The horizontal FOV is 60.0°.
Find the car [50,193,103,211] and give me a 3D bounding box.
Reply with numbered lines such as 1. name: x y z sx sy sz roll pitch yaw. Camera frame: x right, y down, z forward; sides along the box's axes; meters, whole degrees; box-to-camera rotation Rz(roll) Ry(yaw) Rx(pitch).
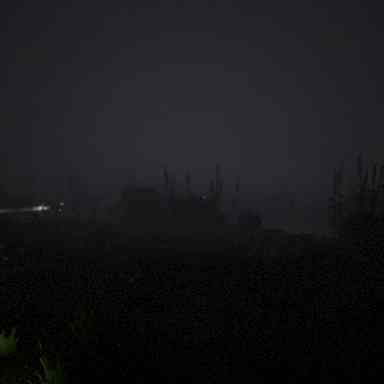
1. car: -10.527 0.958 30.377 2.097 1.767 4.553 0 3 40
